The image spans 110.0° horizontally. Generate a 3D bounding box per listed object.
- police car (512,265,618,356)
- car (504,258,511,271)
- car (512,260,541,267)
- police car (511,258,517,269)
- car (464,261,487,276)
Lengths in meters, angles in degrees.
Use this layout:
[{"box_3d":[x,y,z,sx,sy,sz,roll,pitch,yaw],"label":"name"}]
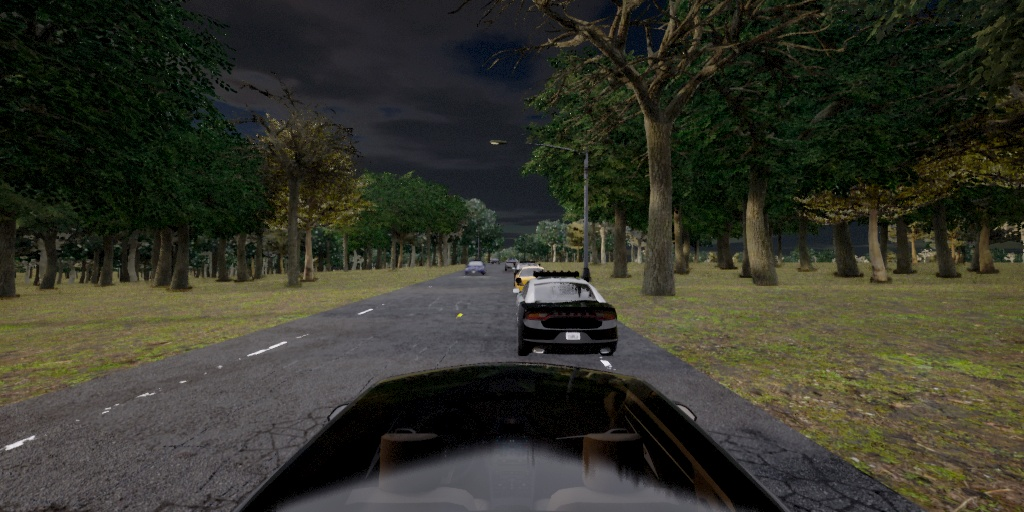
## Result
[{"box_3d":[1.054,1.174,8.767,1.930,1.638,5.238,0,0,0],"label":"police car"},{"box_3d":[0.036,1.130,45.977,2.128,1.511,4.902,0,0,1],"label":"car"},{"box_3d":[1.057,1.192,18.850,1.801,1.575,5.366,0,0,0],"label":"car"},{"box_3d":[1.060,1.148,24.770,1.930,1.638,5.238,0,0,0],"label":"police car"},{"box_3d":[-3.587,1.211,35.811,1.812,1.442,4.674,0,0,0],"label":"car"}]
